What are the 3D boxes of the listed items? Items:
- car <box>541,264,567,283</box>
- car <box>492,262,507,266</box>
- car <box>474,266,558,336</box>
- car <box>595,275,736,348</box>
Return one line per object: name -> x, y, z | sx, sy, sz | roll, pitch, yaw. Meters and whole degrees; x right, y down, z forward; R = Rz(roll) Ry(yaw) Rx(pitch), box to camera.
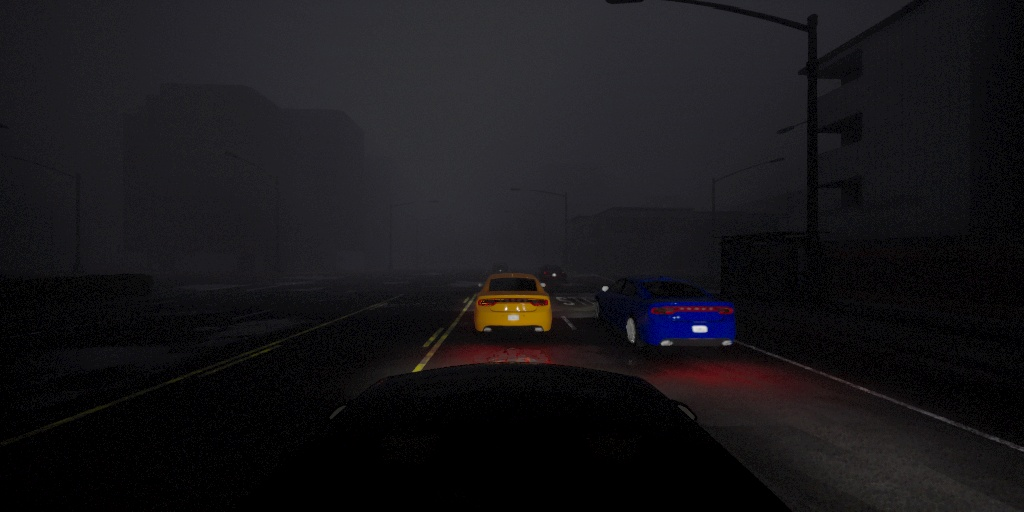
car -> 2.947, 1.338, 27.887 | 1.994, 1.385, 4.181 | 0, 0, -3
car -> -1.520, 1.442, 44.697 | 1.895, 1.301, 4.718 | 0, -1, -4
car -> 0.002, 1.228, 10.486 | 1.882, 1.535, 5.008 | 0, 0, -1
car -> 3.521, 1.228, 9.243 | 1.882, 1.535, 5.008 | 0, 0, -1
